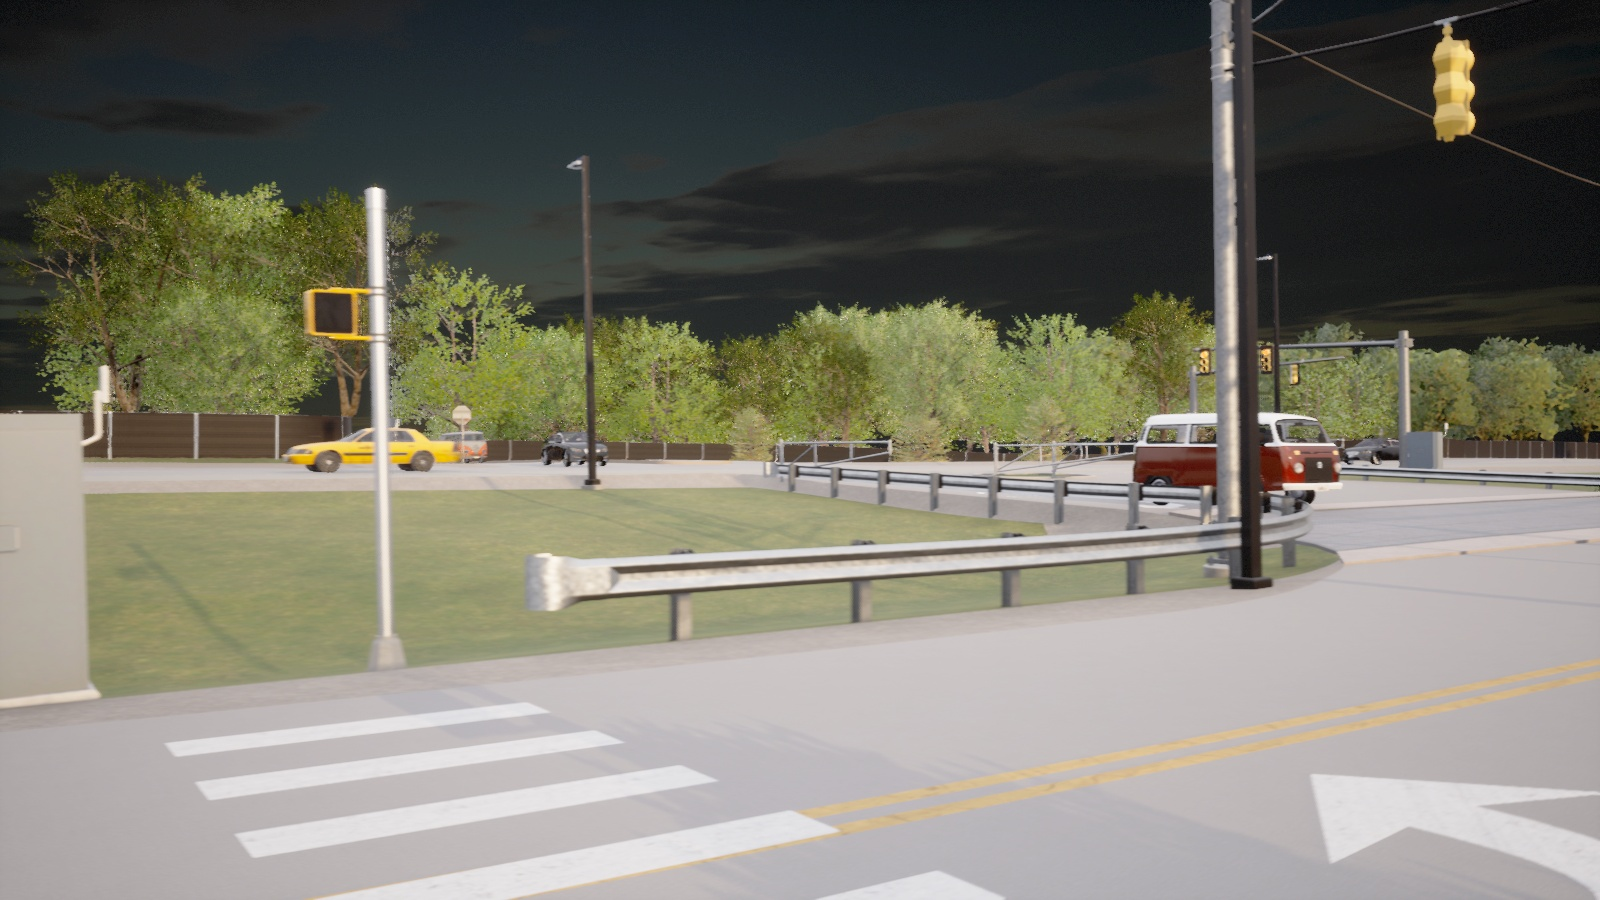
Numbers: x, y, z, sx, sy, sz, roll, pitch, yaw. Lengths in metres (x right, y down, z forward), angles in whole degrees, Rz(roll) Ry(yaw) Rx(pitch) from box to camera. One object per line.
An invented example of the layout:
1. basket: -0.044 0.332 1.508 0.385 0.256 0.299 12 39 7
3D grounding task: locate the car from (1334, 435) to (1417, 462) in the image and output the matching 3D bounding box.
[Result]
1. car: 33.167 -0.080 72.353 4.902 1.511 2.128 0 0 -34

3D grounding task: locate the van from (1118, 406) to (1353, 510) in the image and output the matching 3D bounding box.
1. van: 9.203 0.164 26.932 2.069 2.038 4.480 0 0 -31

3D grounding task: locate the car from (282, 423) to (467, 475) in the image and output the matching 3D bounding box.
1. car: -13.677 -0.046 40.552 5.366 1.575 1.801 0 0 -33

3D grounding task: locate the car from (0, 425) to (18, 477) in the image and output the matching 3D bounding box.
1. car: -25.765 0.037 36.638 4.902 1.511 2.128 0 0 -34

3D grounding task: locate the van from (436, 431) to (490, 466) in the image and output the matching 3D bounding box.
1. van: -20.690 -0.067 77.029 1.775 1.987 4.442 -1 0 -35

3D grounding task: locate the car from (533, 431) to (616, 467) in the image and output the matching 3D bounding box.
1. car: -9.861 -0.061 54.604 2.128 1.511 4.902 -1 1 -29
